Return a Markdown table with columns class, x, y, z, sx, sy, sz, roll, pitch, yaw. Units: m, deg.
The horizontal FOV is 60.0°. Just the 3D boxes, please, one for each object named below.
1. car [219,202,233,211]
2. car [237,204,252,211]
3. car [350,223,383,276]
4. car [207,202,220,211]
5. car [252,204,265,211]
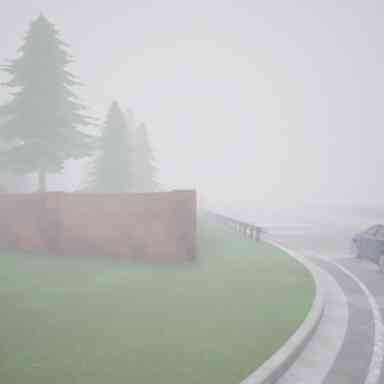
| class | x | y | z | sx | sy | sz | roll | pitch | yaw |
| --- | --- | --- | --- | --- | --- | --- | --- | --- | --- |
| car | 7.628 | 3.388 | 72.014 | 2.128 | 1.511 | 4.902 | 0 | -1 | -3 |
| car | 11.106 | 3.462 | 72.528 | 1.895 | 1.301 | 4.718 | 0 | -1 | -3 |
| car | 6.817 | 1.752 | 11.002 | 1.882 | 1.535 | 5.008 | 1 | -1 | 11 |
| car | 4.175 | 3.443 | 71.031 | 1.895 | 1.301 | 4.718 | 0 | -1 | -3 |
| car | 14.593 | 3.418 | 72.874 | 1.994 | 1.385 | 4.181 | 0 | -1 | -3 |
